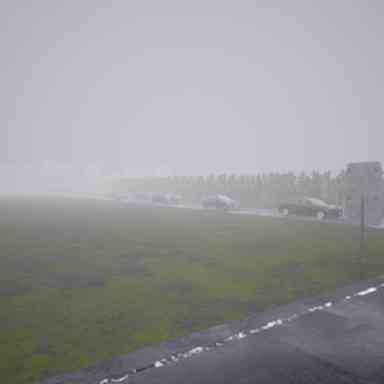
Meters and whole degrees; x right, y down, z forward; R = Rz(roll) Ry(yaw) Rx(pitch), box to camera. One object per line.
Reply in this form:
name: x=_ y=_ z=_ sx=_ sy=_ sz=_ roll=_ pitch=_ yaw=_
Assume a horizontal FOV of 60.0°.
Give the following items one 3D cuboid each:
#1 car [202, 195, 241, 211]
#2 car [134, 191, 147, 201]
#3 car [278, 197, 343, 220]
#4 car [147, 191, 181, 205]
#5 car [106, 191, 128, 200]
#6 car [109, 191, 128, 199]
car: x=2.823 y=1.023 z=33.270 sx=1.812 sy=1.442 sz=4.674 roll=0 pitch=1 yaw=-36
car: x=-7.466 y=0.628 z=52.525 sx=2.128 sy=1.511 sz=4.902 roll=0 pitch=1 yaw=-35
car: x=8.769 y=1.156 z=24.931 sx=1.882 sy=1.535 sz=5.008 roll=0 pitch=1 yaw=-34
car: x=-3.304 y=0.665 z=41.794 sx=2.097 sy=1.767 sz=4.553 roll=0 pitch=1 yaw=-36
car: x=-12.329 y=0.597 z=54.486 sx=2.033 sy=1.411 sz=5.357 roll=0 pitch=1 yaw=-36
car: x=-13.504 y=0.523 z=60.828 sx=1.994 sy=1.385 sz=4.181 roll=0 pitch=1 yaw=-36
